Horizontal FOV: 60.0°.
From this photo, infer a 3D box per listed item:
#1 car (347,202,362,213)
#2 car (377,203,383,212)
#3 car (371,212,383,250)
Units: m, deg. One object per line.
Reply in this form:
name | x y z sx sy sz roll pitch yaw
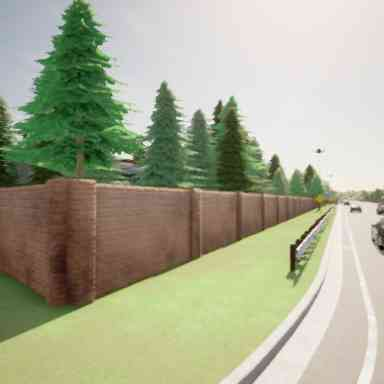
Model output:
car | 28.658 2.868 58.104 2.033 1.411 5.357 -1 -1 24
car | 28.398 2.674 48.750 1.994 1.385 4.181 -1 -1 25
car | 9.772 1.913 15.907 2.033 1.411 5.357 -1 -1 24
